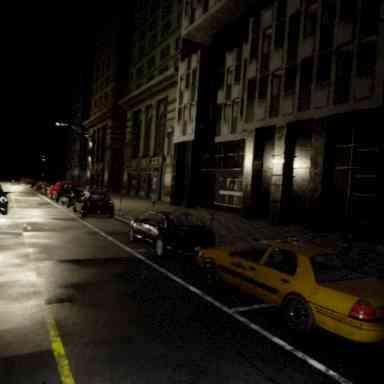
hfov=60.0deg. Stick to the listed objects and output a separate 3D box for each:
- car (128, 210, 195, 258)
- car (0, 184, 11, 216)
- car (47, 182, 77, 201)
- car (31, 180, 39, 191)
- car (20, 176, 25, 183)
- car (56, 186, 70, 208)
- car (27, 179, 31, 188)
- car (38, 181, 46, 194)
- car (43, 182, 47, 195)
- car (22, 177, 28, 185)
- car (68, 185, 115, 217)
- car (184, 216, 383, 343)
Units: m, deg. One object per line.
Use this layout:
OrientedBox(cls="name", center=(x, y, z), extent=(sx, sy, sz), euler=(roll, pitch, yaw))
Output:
OrientedBox(cls="car", center=(-0.864, 1.304, 11.544), extent=(2.008, 1.369, 4.403), euler=(3, 1, -29))
OrientedBox(cls="car", center=(-11.354, 0.267, 18.501), extent=(2.097, 1.767, 4.553), euler=(3, 1, -29))
OrientedBox(cls="car", center=(-11.872, -0.006, 31.177), extent=(2.192, 1.841, 5.009), euler=(3, 1, -29))
OrientedBox(cls="car", center=(-22.904, -0.956, 50.815), extent=(1.967, 1.590, 4.097), euler=(3, 1, -29))
OrientedBox(cls="car", center=(-42.207, -2.681, 85.183), extent=(1.802, 1.307, 4.206), euler=(3, 1, -29))
OrientedBox(cls="car", center=(-9.133, 0.513, 26.272), extent=(1.947, 1.339, 4.313), euler=(3, 1, -29))
OrientedBox(cls="car", center=(-28.425, -1.366, 60.636), extent=(1.947, 1.339, 4.313), euler=(3, 1, -29))
OrientedBox(cls="car", center=(-17.401, -0.294, 41.000), extent=(1.947, 1.339, 4.313), euler=(3, 1, -29))
OrientedBox(cls="car", center=(-14.643, -0.046, 36.091), extent=(1.887, 1.381, 4.507), euler=(3, 1, -29))
OrientedBox(cls="car", center=(-36.695, -2.148, 75.364), extent=(1.802, 1.307, 4.206), euler=(3, 1, -29))
OrientedBox(cls="car", center=(-6.368, 0.656, 21.360), extent=(1.967, 1.590, 4.097), euler=(3, 1, -29))
OrientedBox(cls="car", center=(1.811, 1.540, 6.783), extent=(1.752, 1.417, 4.829), euler=(3, 1, -29))
